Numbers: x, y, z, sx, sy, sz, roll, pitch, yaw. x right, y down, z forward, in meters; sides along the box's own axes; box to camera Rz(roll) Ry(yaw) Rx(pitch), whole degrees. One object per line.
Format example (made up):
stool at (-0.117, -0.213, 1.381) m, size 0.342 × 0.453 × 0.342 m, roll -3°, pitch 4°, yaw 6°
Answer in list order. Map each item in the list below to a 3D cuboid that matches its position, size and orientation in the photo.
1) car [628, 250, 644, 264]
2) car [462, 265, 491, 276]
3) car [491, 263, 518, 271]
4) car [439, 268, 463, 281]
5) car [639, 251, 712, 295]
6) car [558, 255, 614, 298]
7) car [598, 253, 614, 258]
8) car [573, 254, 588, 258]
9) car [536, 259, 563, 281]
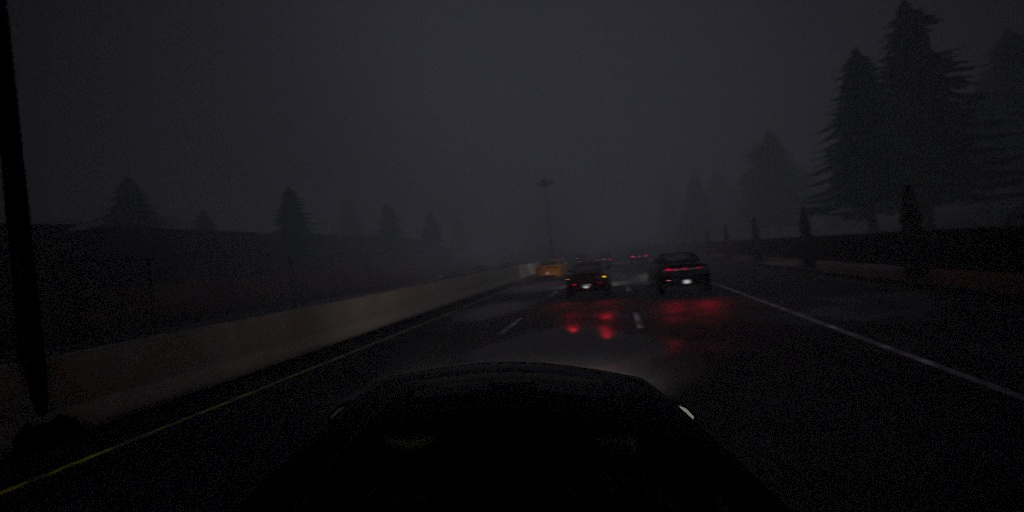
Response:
car at (13.704, 0.025, 39.100) m, size 2.033 × 1.411 × 5.357 m, roll -6°, pitch 0°, yaw 16°
car at (-3.712, 1.845, 41.900) m, size 1.994 × 1.385 × 4.181 m, roll -6°, pitch 0°, yaw 16°
car at (-0.379, 1.492, 40.894) m, size 1.994 × 1.385 × 4.181 m, roll -6°, pitch 0°, yaw 16°
car at (-7.060, 2.156, 42.872) m, size 1.812 × 1.442 × 4.674 m, roll -6°, pitch 0°, yaw 16°
car at (6.660, 0.604, 14.658) m, size 2.128 × 1.511 × 4.902 m, roll -6°, pitch 0°, yaw 16°
car at (3.556, 0.959, 16.451) m, size 1.812 × 1.442 × 4.674 m, roll -6°, pitch 0°, yaw 16°
car at (10.325, 0.372, 39.954) m, size 2.033 × 1.411 × 5.357 m, roll -6°, pitch 0°, yaw 16°
car at (9.777, 0.422, 50.777) m, size 1.837 × 1.490 × 4.892 m, roll -6°, pitch 0°, yaw 15°
car at (3.177, 0.988, 27.740) m, size 1.882 × 1.535 × 5.008 m, roll -6°, pitch 0°, yaw 16°
